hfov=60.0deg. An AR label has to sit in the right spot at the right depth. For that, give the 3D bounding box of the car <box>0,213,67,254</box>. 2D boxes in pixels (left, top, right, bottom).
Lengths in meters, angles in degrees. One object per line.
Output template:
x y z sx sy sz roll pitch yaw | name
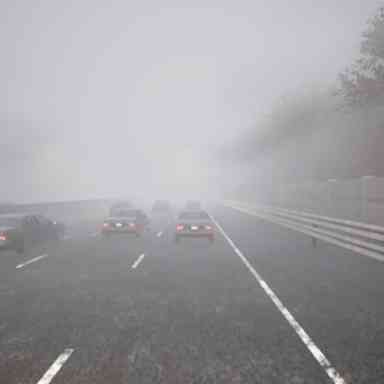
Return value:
-6.899 1.566 13.450 2.033 1.411 5.357 0 0 0 | car

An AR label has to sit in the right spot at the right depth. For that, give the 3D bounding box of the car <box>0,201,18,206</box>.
-17.504 1.580 30.295 1.837 1.490 4.892 0 0 0 | car

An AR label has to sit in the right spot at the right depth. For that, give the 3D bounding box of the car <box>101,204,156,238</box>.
-3.401 1.575 17.932 2.033 1.411 5.357 0 0 0 | car

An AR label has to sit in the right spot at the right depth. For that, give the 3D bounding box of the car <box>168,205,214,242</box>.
0.098 1.572 16.573 2.033 1.411 5.357 0 0 0 | car

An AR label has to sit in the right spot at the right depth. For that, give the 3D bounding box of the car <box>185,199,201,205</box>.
0.094 1.600 40.370 1.812 1.442 4.674 0 0 0 | car

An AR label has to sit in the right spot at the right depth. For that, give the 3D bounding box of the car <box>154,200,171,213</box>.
-3.403 1.615 37.484 2.033 1.411 5.357 0 0 0 | car

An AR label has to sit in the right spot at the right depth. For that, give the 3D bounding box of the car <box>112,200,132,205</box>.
-6.908 1.563 33.409 1.837 1.490 4.892 0 0 0 | car
